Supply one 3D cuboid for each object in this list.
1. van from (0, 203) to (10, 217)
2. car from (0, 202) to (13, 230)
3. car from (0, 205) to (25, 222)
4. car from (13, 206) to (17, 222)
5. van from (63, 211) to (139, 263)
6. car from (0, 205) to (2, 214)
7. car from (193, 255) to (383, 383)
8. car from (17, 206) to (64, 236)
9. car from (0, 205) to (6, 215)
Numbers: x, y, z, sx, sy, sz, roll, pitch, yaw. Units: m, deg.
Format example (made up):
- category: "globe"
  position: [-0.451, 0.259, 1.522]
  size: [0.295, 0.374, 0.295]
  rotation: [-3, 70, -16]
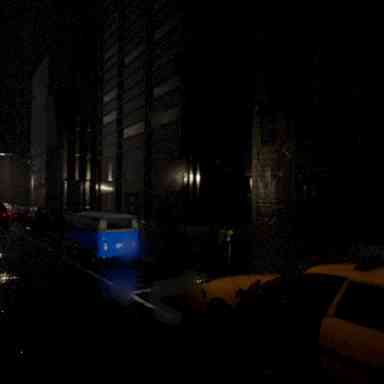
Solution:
- category: "van"
  position: [-26.085, 2.378, 45.397]
  size: [1.690, 1.788, 3.998]
  rotation: [2, -2, -35]
- category: "car"
  position: [-15.481, 1.798, 25.537]
  size: [2.150, 2.045, 5.566]
  rotation: [2, -2, -35]
- category: "car"
  position: [-19.659, 2.277, 36.201]
  size: [1.967, 1.590, 4.097]
  rotation: [2, -2, -35]
- category: "car"
  position: [-16.447, 2.282, 31.602]
  size: [1.887, 1.381, 4.507]
  rotation: [2, -2, -35]
- category: "van"
  position: [-3.592, 1.683, 13.221]
  size: [1.690, 1.788, 3.998]
  rotation: [2, -2, -35]
- category: "car"
  position: [-32.514, 2.802, 54.584]
  size: [1.947, 1.339, 4.313]
  rotation: [2, -2, -35]
- category: "car"
  position: [2.064, 1.605, 4.405]
  size: [1.801, 1.575, 5.366]
  rotation: [2, -2, -35]
- category: "car"
  position: [-10.019, 1.854, 22.415]
  size: [2.192, 1.841, 5.009]
  rotation: [2, -2, -35]
- category: "car"
  position: [-29.300, 2.681, 49.988]
  size: [1.887, 1.381, 4.507]
  rotation: [2, -2, -35]
